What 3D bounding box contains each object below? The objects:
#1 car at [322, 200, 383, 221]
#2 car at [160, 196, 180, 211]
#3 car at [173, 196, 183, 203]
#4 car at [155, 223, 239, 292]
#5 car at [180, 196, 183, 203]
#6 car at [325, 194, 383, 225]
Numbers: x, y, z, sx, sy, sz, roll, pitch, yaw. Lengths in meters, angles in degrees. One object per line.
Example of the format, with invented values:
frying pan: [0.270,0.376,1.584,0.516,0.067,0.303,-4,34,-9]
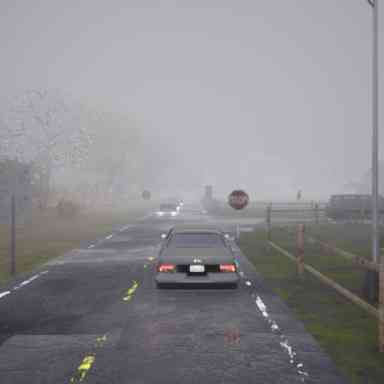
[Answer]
car: [13.172,1.420,26.280,5.008,1.535,1.882,0,0,0]
car: [-2.876,1.453,40.882,1.882,1.535,5.008,0,0,0]
car: [-2.819,1.525,67.753,1.895,1.301,4.718,0,0,0]
car: [0.093,1.546,9.028,2.033,1.411,5.357,0,0,0]
car: [-2.872,1.461,53.033,1.837,1.490,4.892,0,0,0]
car: [12.208,1.144,23.160,5.566,2.045,2.150,0,0,-2]
